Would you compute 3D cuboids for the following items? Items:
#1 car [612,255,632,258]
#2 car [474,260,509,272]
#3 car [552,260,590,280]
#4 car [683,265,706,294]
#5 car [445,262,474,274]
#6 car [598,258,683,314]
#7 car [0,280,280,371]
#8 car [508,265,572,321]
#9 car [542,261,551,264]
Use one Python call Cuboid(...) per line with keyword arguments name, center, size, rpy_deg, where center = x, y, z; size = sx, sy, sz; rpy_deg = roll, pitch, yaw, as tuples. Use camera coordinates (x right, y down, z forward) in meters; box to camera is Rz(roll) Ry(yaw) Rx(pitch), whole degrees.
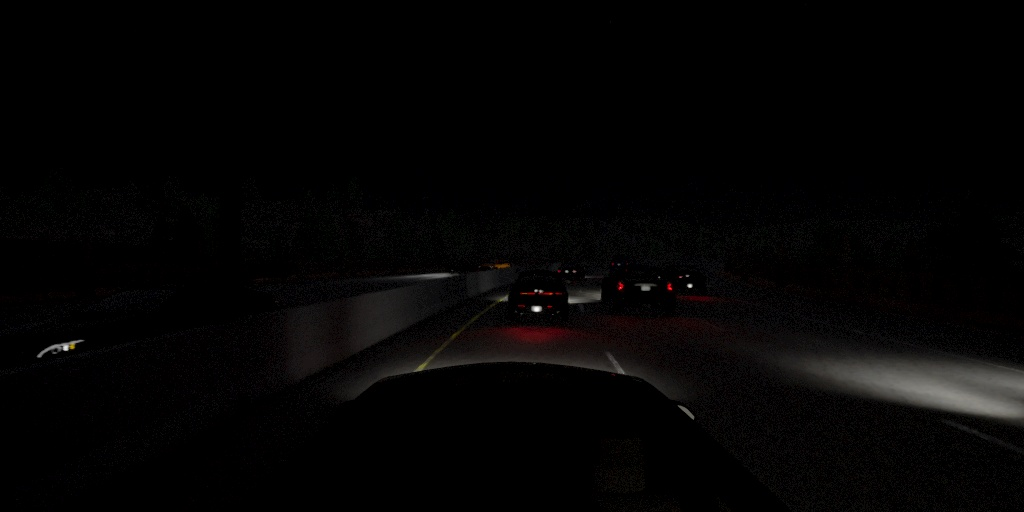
Cuboid(name="car", center=(11.485, 0.926, 36.978), size=(2.150, 2.045, 5.566), rpy_deg=(0, 0, 24))
Cuboid(name="car", center=(-2.043, 1.181, 41.321), size=(1.882, 1.535, 5.008), rpy_deg=(0, 0, 24))
Cuboid(name="car", center=(5.072, 1.256, 30.318), size=(2.033, 1.411, 5.357), rpy_deg=(0, 0, 19))
Cuboid(name="car", center=(9.541, 1.240, 20.468), size=(1.837, 1.490, 4.892), rpy_deg=(0, 0, 13))
Cuboid(name="car", center=(-5.759, 1.303, 41.567), size=(1.895, 1.301, 4.718), rpy_deg=(0, 0, 23))
Cuboid(name="car", center=(4.747, 1.093, 14.009), size=(2.097, 1.767, 4.553), rpy_deg=(0, 0, 8))
Cuboid(name="car", center=(-6.766, 1.242, 7.045), size=(1.812, 1.442, 4.674), rpy_deg=(0, 0, 4))
Cuboid(name="car", center=(0.985, 1.239, 12.539), size=(1.837, 1.490, 4.892), rpy_deg=(0, 0, 7))
Cuboid(name="car", center=(4.638, 1.304, 47.196), size=(1.895, 1.301, 4.718), rpy_deg=(0, 0, 28))
